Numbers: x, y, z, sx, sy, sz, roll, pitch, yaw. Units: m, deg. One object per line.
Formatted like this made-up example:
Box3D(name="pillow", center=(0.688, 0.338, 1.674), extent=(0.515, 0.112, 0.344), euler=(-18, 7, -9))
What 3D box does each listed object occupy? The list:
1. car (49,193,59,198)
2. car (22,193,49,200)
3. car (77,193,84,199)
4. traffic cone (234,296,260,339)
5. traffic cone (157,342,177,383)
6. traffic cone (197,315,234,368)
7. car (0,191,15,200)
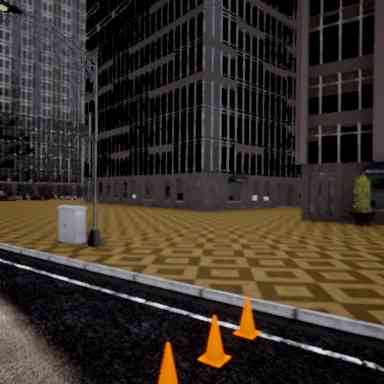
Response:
Box3D(name="car", center=(-34.260, 0.855, 79.605), extent=(4.507, 1.381, 1.887), euler=(0, 1, -41))
Box3D(name="car", center=(-33.064, 0.975, 69.473), extent=(4.313, 1.339, 1.947), euler=(0, 1, -41))
Box3D(name="car", center=(-24.490, 0.970, 76.950), extent=(4.206, 1.307, 1.802), euler=(0, 1, -41))
Box3D(name="traffic cone", center=(0.872, 1.959, 5.299), extent=(0.340, 0.580, 0.340), euler=(1, 0, 35))
Box3D(name="traffic cone", center=(-0.272, 1.951, 3.659), extent=(0.340, 0.580, 0.340), euler=(1, 0, 35))
Box3D(name="traffic cone", center=(0.299, 1.955, 4.479), extent=(0.340, 0.580, 0.340), euler=(1, 0, 35))
Box3D(name="car", center=(-37.335, 0.860, 65.716), extent=(4.097, 1.590, 1.967), euler=(0, 1, -41))
